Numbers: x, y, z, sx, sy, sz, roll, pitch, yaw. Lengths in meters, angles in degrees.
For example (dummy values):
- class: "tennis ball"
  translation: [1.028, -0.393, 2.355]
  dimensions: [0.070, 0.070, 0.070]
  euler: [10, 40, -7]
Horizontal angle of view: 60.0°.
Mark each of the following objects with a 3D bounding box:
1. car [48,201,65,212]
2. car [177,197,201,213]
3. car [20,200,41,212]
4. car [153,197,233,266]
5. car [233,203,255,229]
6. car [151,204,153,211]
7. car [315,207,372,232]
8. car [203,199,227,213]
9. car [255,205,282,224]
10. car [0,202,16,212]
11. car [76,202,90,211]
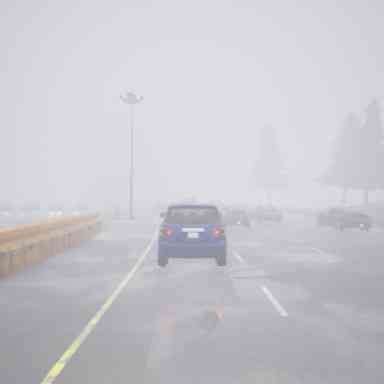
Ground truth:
- class: "car"
  translation: [-19.493, 2.027, 48.132]
  dimensions: [2.128, 1.511, 4.902]
  euler: [0, -1, -15]
- class: "car"
  translation: [-0.521, 1.726, 45.206]
  dimensions: [2.150, 2.045, 5.566]
  euler: [0, -1, -13]
- class: "car"
  translation: [-22.945, 1.881, 47.480]
  dimensions: [2.097, 1.767, 4.553]
  euler: [0, -1, -15]
- class: "car"
  translation: [-0.023, 1.361, 12.256]
  dimensions: [2.150, 2.045, 5.566]
  euler: [0, 0, -1]
- class: "car"
  translation: [2.798, 1.770, 23.907]
  dimensions: [1.837, 1.490, 4.892]
  euler: [0, -1, -5]
- class: "car"
  translation: [-4.666, 2.081, 47.893]
  dimensions: [2.033, 1.411, 5.357]
  euler: [0, -1, -14]
- class: "car"
  translation: [9.946, 1.754, 22.271]
  dimensions: [1.837, 1.490, 4.892]
  euler: [0, -1, -4]
- class: "car"
  translation: [3.028, 1.853, 45.025]
  dimensions: [2.097, 1.767, 4.553]
  euler: [0, -1, -12]
- class: "car"
  translation: [5.897, 1.803, 27.758]
  dimensions: [2.128, 1.511, 4.902]
  euler: [0, 0, -6]
- class: "car"
  translation: [-26.602, 2.094, 47.596]
  dimensions: [1.994, 1.385, 4.181]
  euler: [0, -1, -15]
- class: "car"
  translation: [-16.506, 2.164, 50.549]
  dimensions: [1.895, 1.301, 4.718]
  euler: [0, -1, -15]
